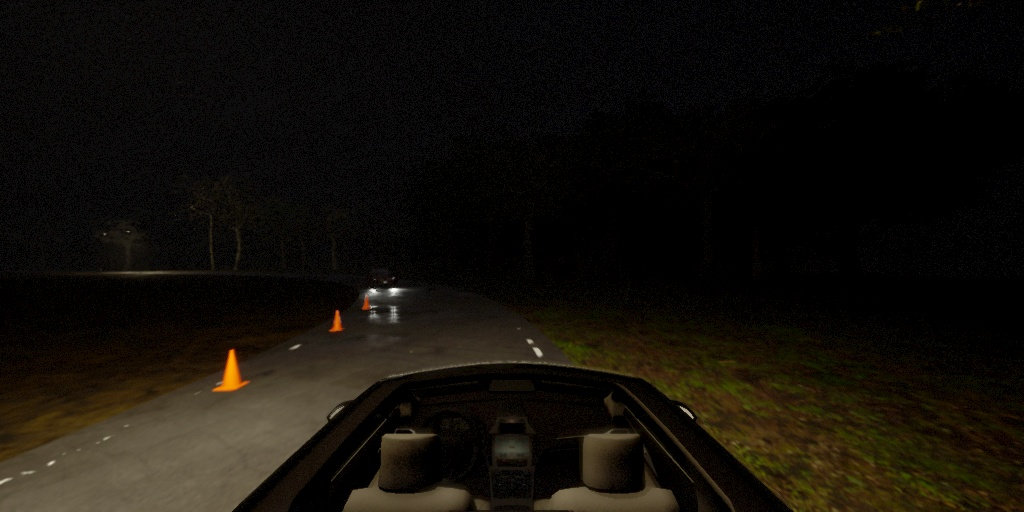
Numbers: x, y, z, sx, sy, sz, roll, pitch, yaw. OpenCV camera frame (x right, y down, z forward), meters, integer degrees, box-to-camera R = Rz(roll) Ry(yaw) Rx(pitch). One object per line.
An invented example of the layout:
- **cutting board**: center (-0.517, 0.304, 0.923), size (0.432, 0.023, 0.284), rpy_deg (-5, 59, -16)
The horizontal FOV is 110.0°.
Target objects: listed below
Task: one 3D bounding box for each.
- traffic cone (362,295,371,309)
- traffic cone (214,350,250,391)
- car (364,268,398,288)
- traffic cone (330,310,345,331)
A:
- **traffic cone**: center (-6.139, 1.936, 15.160), size (0.340, 0.580, 0.340), rpy_deg (0, 0, -15)
- **traffic cone**: center (-4.492, 1.803, 5.753), size (0.340, 0.580, 0.340), rpy_deg (0, 0, -5)
- **car**: center (-10.688, 1.721, 28.922), size (1.812, 1.442, 4.674), rpy_deg (0, -1, -30)
- **traffic cone**: center (-5.108, 1.867, 10.493), size (0.340, 0.580, 0.340), rpy_deg (0, 0, -10)
